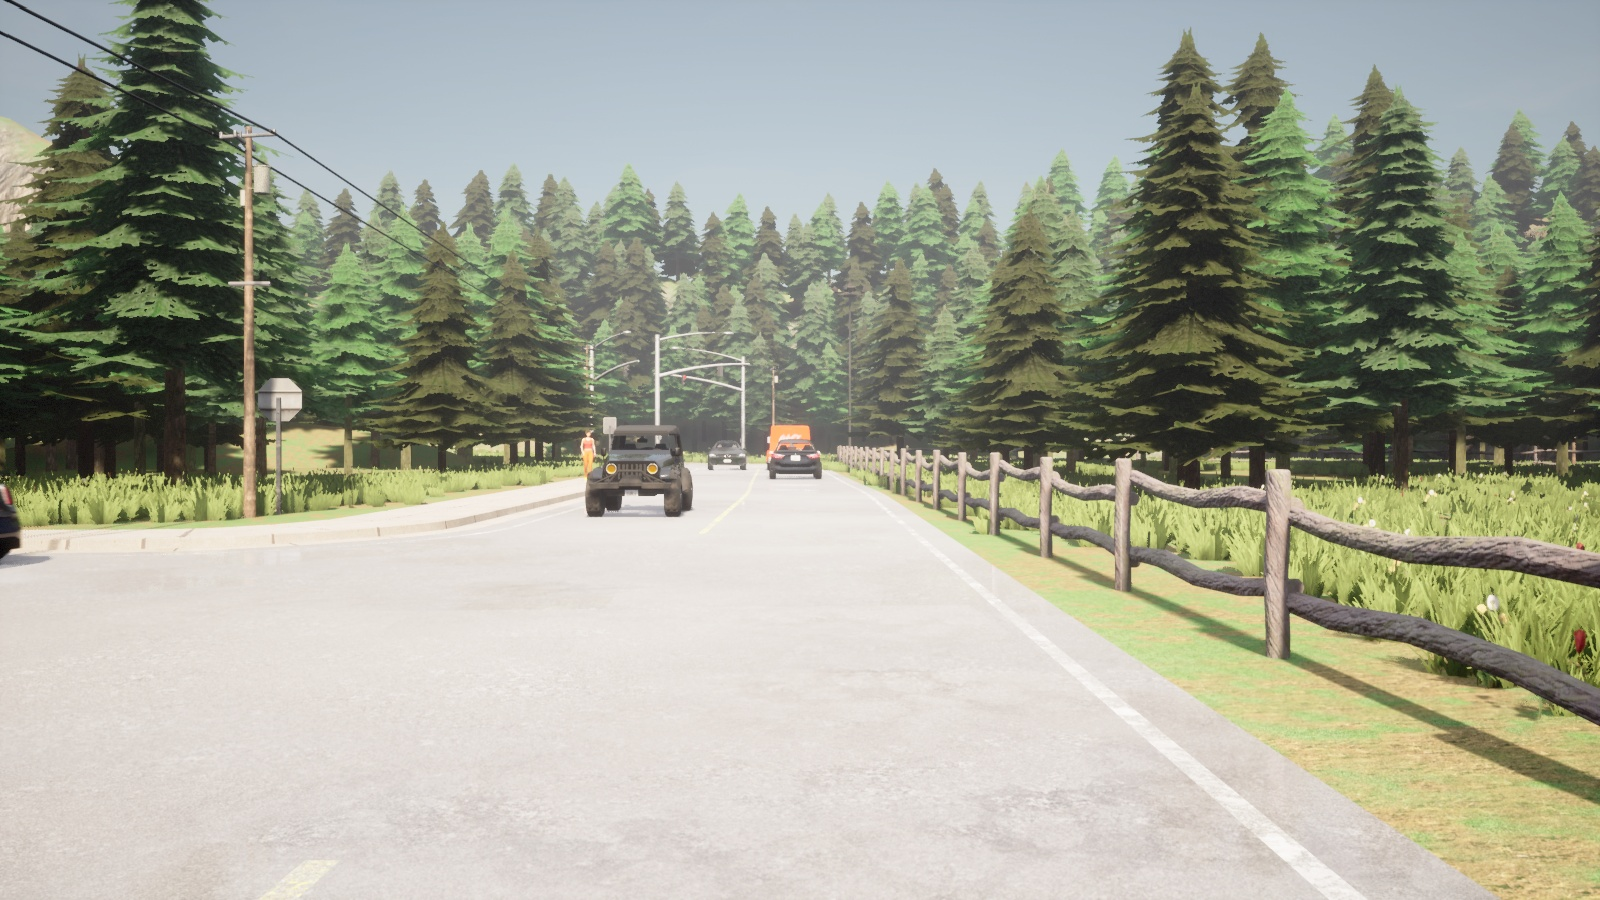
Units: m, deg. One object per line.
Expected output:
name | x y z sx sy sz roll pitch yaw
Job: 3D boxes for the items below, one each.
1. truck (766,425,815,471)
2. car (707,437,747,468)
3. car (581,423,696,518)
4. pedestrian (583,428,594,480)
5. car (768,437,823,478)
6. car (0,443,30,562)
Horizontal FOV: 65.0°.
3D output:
truck | -0.592 -0.129 70.272 2.627 2.467 5.204 0 0 -2
car | -4.096 0.133 70.357 2.152 1.651 5.027 0 0 -4
car | -3.336 0.389 26.623 1.905 1.878 3.866 0 0 0
pedestrian | -7.570 0.149 44.916 0.345 1.836 0.594 0 0 -12
car | -0.211 0.298 53.348 2.242 1.667 4.611 0 0 -1
car | -11.787 0.652 15.123 3.806 1.475 1.970 0 0 0
